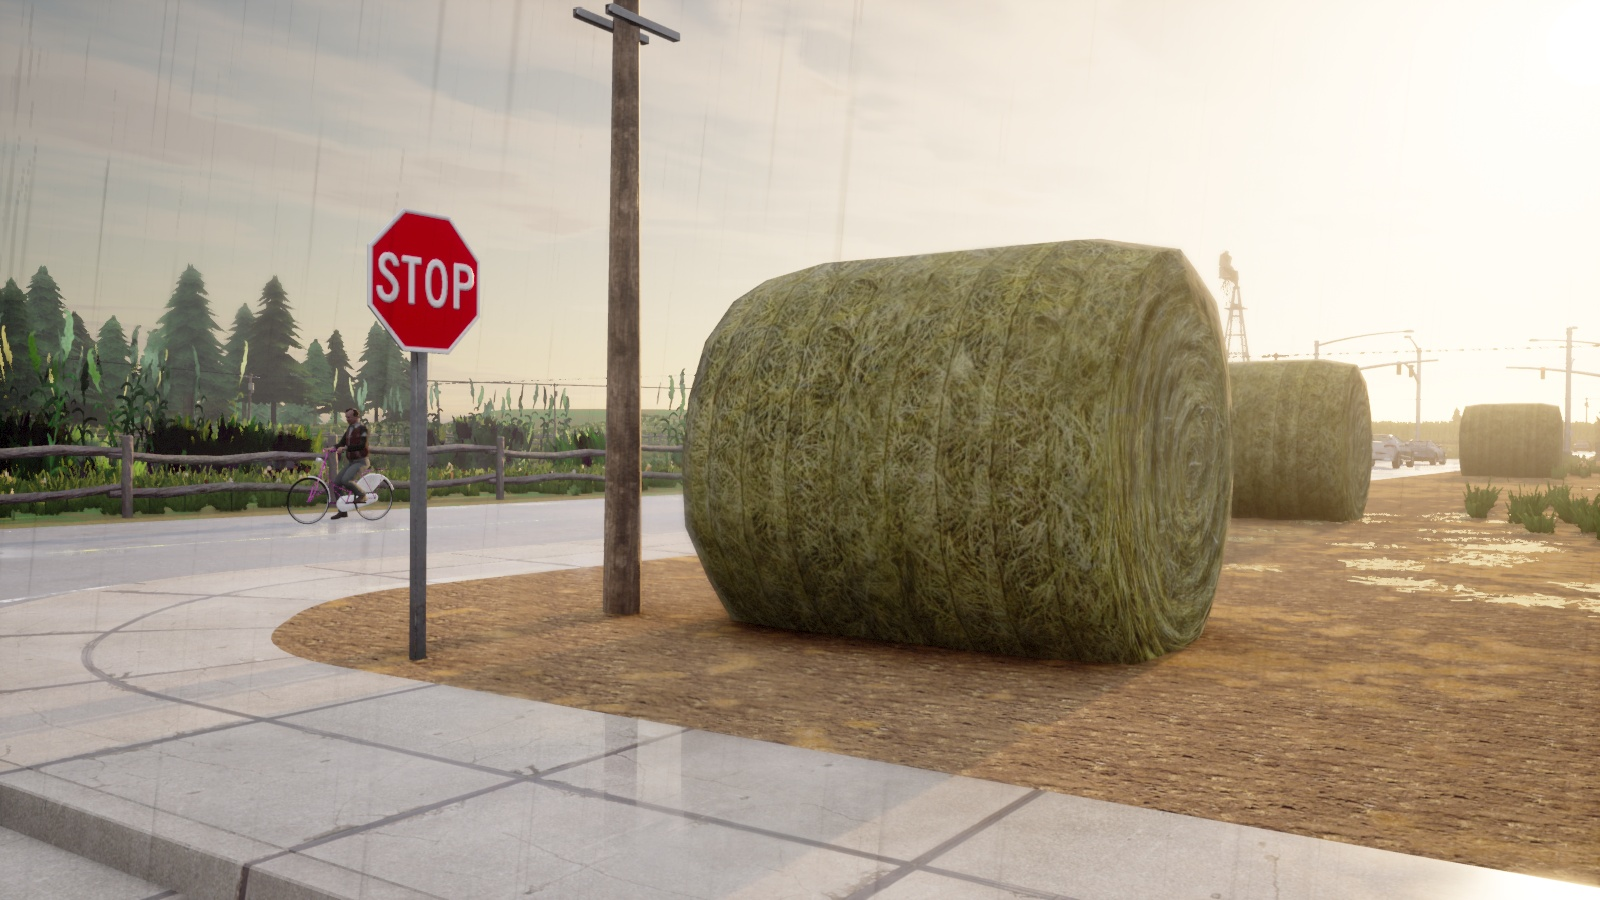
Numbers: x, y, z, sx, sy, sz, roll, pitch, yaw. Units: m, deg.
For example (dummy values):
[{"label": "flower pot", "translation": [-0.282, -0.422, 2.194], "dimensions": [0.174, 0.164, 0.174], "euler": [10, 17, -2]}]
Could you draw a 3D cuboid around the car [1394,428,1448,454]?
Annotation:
[{"label": "car", "translation": [34.361, -0.499, 69.450], "dimensions": [1.994, 1.385, 4.181], "euler": [0, 1, 36]}]

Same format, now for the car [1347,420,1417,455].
[{"label": "car", "translation": [28.619, -0.626, 61.663], "dimensions": [2.152, 1.651, 5.027], "euler": [0, 1, 36]}]

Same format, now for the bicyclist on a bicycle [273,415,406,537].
[{"label": "bicyclist on a bicycle", "translation": [-7.018, 0.368, 19.220], "dimensions": [0.659, 1.776, 1.843], "euler": [0, 1, 36]}]
